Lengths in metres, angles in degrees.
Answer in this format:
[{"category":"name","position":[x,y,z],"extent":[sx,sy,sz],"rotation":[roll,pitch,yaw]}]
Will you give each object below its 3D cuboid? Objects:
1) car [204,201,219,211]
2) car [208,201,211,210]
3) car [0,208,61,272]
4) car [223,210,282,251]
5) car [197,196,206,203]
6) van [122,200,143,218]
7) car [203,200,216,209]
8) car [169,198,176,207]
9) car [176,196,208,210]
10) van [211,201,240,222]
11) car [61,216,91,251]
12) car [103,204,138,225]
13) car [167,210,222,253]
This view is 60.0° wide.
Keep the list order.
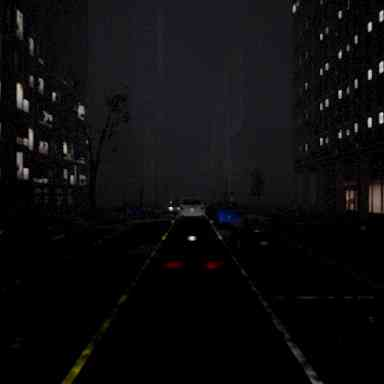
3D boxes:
[{"category":"car","position":[2.814,2.033,48.693],"extent":[1.802,1.307,4.206],"rotation":[-1,-1,0]},{"category":"car","position":[2.754,1.966,43.010],"extent":[1.947,1.339,4.313],"rotation":[-1,-1,0]},{"category":"car","position":[-5.697,1.400,8.916],"extent":[2.192,1.841,5.009],"rotation":[-1,-1,0]},{"category":"car","position":[2.689,1.689,14.594],"extent":[2.008,1.369,4.403],"rotation":[-1,-1,0]},{"category":"car","position":[2.589,2.165,93.308],"extent":[2.192,1.841,5.009],"rotation":[0,-1,0]},{"category":"van","position":[-5.686,1.638,31.650],"extent":[1.690,1.788,3.998],"rotation":[-1,-1,0]},{"category":"car","position":[2.835,2.068,54.378],"extent":[1.947,1.339,4.313],"rotation":[-1,-1,0]},{"category":"car","position":[-2.976,1.917,61.668],"extent":[2.097,1.767,4.553],"rotation":[0,0,0]},{"category":"car","position":[0.013,1.490,29.030],"extent":[2.150,2.045,5.566],"rotation":[0,0,0]},{"category":"van","position":[2.691,1.586,25.963],"extent":[1.690,1.788,3.998],"rotation":[-1,-1,0]},{"category":"car","position":[-5.692,1.720,14.597],"extent":[1.802,1.307,4.206],"rotation":[-1,-1,0]},{"category":"car","position":[-5.687,1.827,25.965],"extent":[1.802,1.307,4.206],"rotation":[-1,-1,0]},{"category":"car","position":[0.009,1.700,14.283],"extent":[1.994,1.385,4.181],"rotation":[0,-1,0]}]
